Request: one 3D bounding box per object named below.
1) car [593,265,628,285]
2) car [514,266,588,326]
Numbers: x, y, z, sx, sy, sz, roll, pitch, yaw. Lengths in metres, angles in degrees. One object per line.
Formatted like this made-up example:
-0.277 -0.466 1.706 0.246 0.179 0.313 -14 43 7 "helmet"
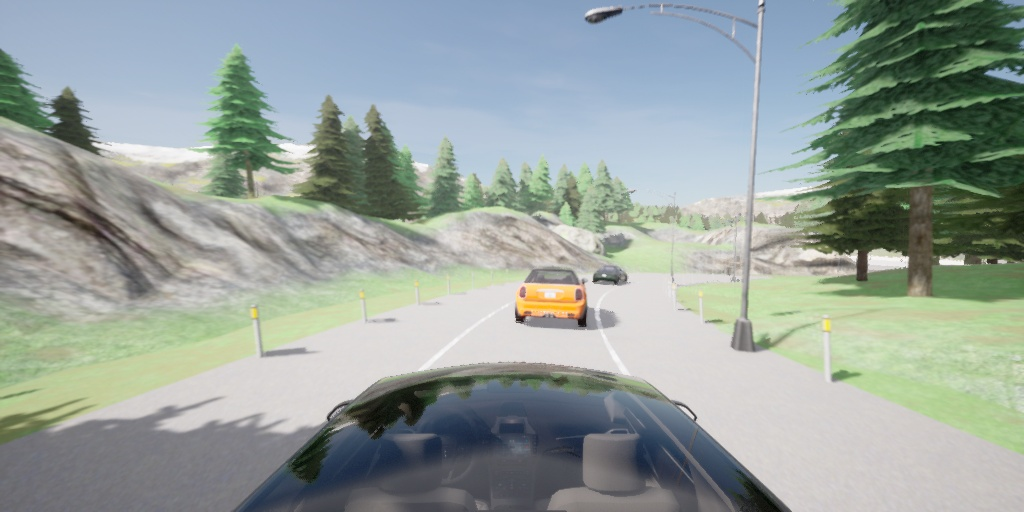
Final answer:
7.975 1.470 28.881 1.994 1.385 4.181 3 1 30 "car"
1.453 1.117 12.085 2.097 1.767 4.553 1 0 11 "car"
